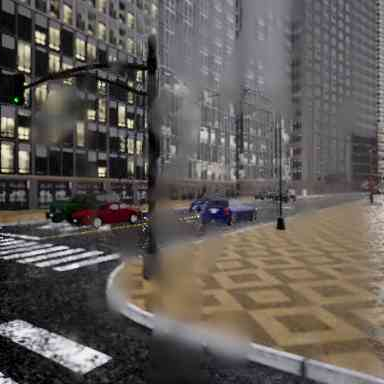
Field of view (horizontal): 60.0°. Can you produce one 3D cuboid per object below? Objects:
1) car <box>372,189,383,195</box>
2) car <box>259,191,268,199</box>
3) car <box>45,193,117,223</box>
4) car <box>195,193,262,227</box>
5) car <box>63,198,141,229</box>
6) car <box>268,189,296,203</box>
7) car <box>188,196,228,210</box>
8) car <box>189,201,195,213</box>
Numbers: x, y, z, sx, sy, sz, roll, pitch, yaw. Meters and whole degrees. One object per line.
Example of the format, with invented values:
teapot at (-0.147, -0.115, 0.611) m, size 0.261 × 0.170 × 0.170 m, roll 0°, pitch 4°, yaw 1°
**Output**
car at (46.593, 0.067, 83.046) m, size 4.892 × 1.490 × 1.837 m, roll -1°, pitch 1°, yaw -43°
car at (11.333, 0.578, 51.980) m, size 1.882 × 1.535 × 5.008 m, roll 0°, pitch 1°, yaw 35°
car at (-7.735, 1.134, 24.236) m, size 2.150 × 2.045 × 5.566 m, roll 0°, pitch 1°, yaw 34°
car at (2.514, 1.184, 21.772) m, size 2.097 × 1.767 × 4.553 m, roll 0°, pitch 1°, yaw 34°
car at (-5.503, 1.396, 21.735) m, size 1.882 × 1.535 × 5.008 m, roll 0°, pitch 1°, yaw 34°
car at (13.917, 0.584, 50.004) m, size 2.150 × 2.045 × 5.566 m, roll 0°, pitch 1°, yaw 35°
car at (1.957, 1.193, 38.428) m, size 2.033 × 1.411 × 5.357 m, roll 0°, pitch 1°, yaw 34°
car at (1.592, 1.201, 32.129) m, size 1.882 × 1.535 × 5.008 m, roll 0°, pitch 1°, yaw 34°
